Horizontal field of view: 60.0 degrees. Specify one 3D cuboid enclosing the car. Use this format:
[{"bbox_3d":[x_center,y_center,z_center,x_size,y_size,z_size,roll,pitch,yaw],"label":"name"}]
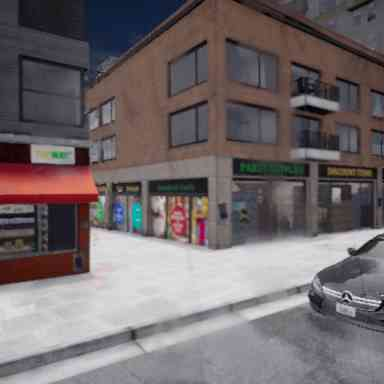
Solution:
[{"bbox_3d":[4.221,1.526,6.388,4.674,1.442,1.812,0,0,-35],"label":"car"}]
